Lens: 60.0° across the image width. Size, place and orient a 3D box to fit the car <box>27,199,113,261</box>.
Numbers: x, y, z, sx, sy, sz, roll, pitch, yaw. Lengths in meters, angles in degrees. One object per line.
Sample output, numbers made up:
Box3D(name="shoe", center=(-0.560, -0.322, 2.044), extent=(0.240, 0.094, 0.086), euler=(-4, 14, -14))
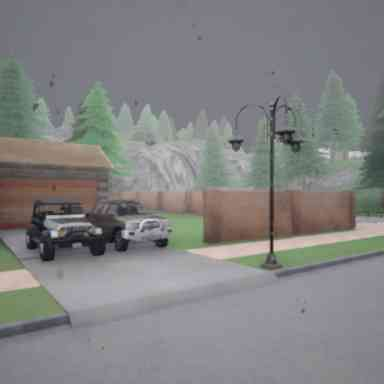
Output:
Box3D(name="car", center=(-4.517, 1.189, 11.633), extent=(1.905, 1.878, 3.866), euler=(0, 0, -36))

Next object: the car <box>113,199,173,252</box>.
Box3D(name="car", center=(-2.700, 1.199, 13.415), extent=(1.932, 1.855, 4.605), euler=(0, 0, -36))
